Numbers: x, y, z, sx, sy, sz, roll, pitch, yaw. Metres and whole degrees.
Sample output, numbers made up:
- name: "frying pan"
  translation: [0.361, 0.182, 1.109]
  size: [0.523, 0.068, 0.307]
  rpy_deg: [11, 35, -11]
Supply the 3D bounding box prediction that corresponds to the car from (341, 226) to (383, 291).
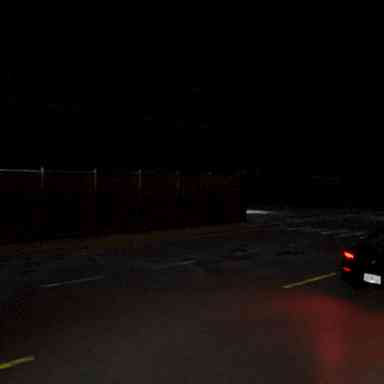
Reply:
- name: "car"
  translation: [5.211, 1.406, 7.502]
  size: [4.674, 1.442, 1.812]
  rpy_deg: [-1, 1, -35]
